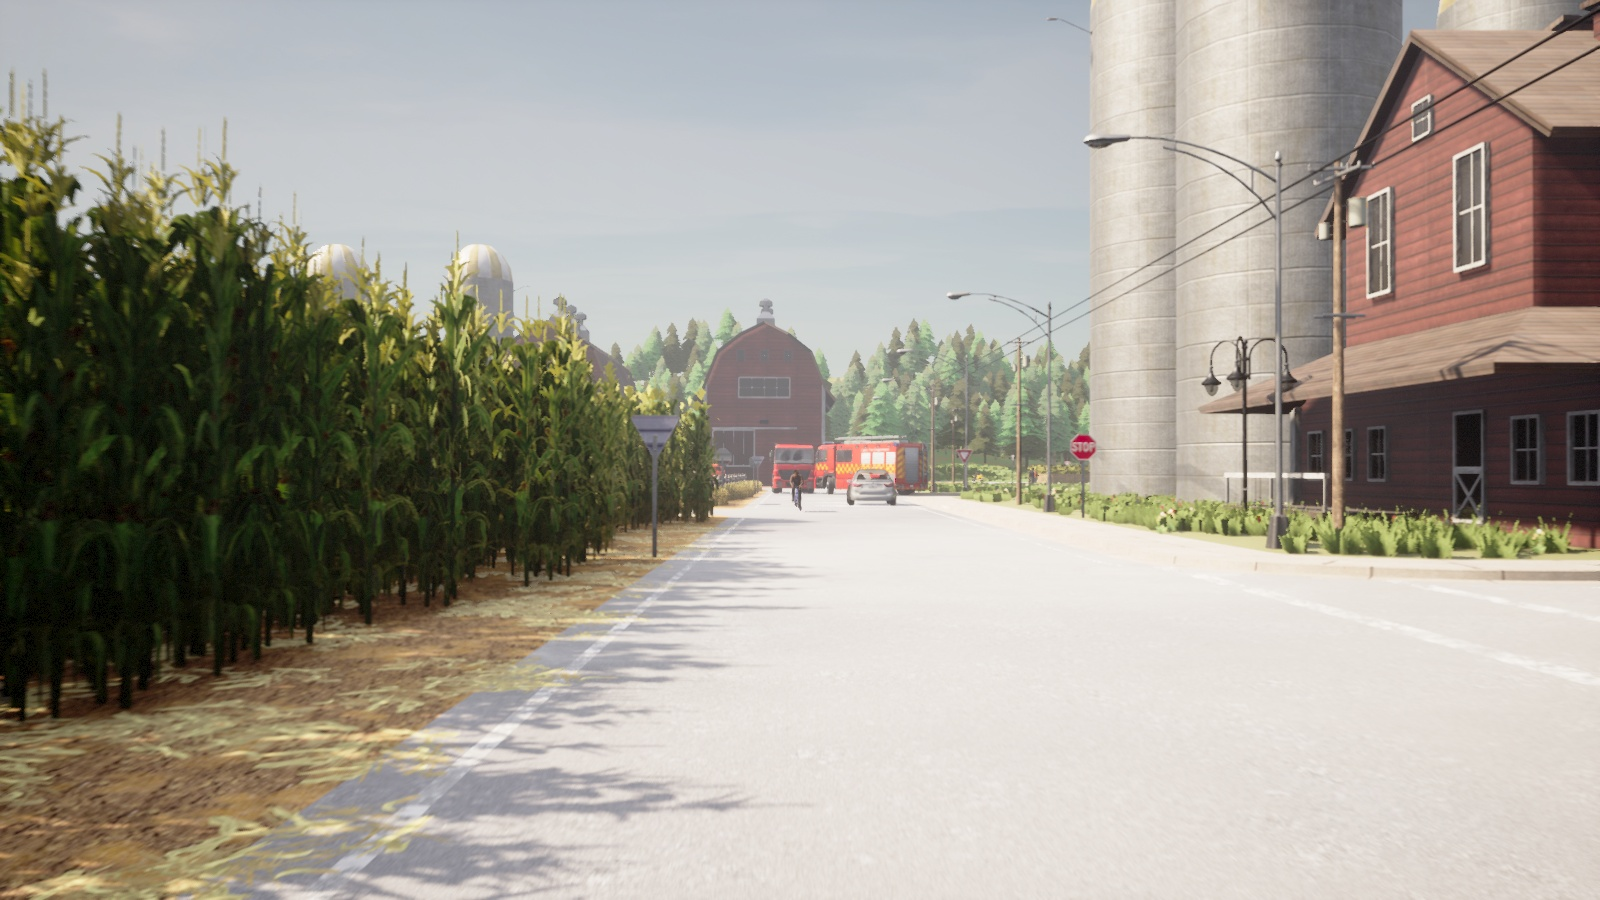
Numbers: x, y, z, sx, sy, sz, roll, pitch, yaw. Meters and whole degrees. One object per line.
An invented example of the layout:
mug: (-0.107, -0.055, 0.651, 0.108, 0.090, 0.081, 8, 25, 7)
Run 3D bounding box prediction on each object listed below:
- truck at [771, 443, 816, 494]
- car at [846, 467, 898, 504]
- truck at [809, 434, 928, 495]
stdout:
truck: (-0.541, 1.319, 89.062, 2.891, 3.462, 7.936, 0, -1, -3)
car: (3.331, 1.632, 58.935, 2.242, 1.667, 4.611, 0, -1, 1)
truck: (4.430, 1.019, 82.972, 2.891, 3.827, 8.468, 0, -1, -38)
